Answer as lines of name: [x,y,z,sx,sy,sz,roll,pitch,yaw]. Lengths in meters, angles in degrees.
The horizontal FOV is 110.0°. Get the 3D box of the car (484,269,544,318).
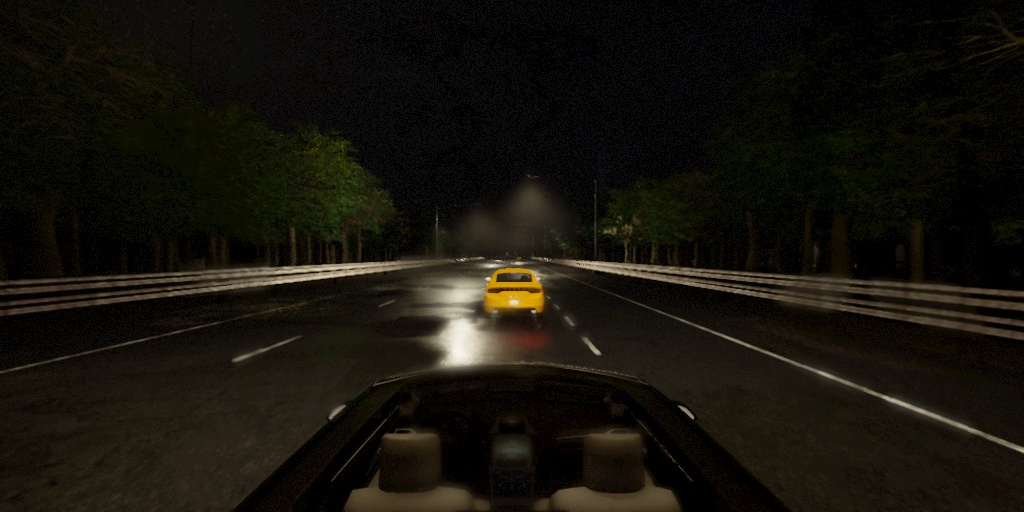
car: [0.058,1.204,13.034,1.882,1.535,5.008,0,0,0]
